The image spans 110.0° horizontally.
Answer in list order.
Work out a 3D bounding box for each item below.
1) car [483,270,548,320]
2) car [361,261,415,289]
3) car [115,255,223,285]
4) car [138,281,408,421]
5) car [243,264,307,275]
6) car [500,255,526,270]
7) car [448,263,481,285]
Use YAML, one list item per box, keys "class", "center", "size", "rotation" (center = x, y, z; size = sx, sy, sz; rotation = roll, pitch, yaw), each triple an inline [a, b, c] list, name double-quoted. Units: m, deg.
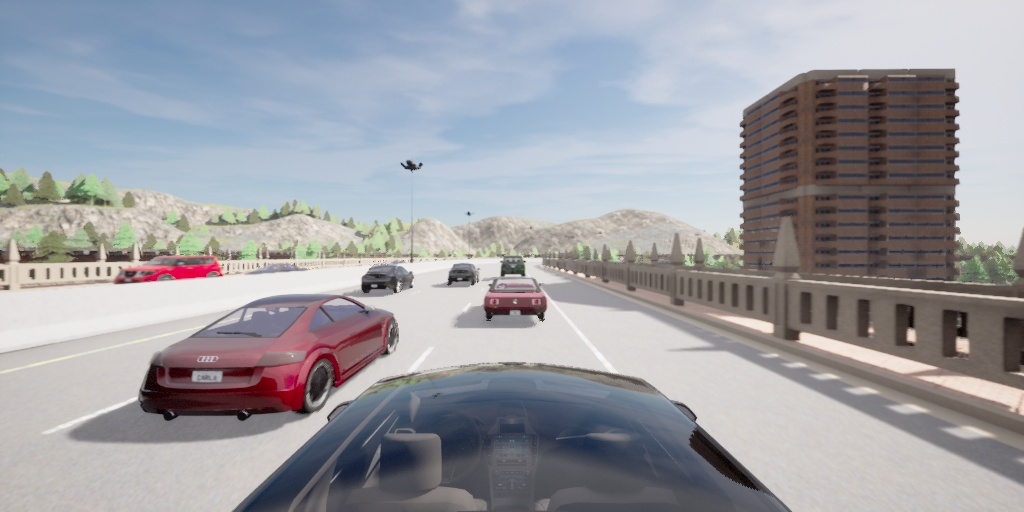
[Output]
- class: "car"
  center: [0.098, 1.350, 12.547]
  size: [1.895, 1.301, 4.718]
  rotation: [0, 0, 0]
- class: "car"
  center: [-6.905, 1.252, 20.383]
  size: [1.837, 1.490, 4.892]
  rotation: [0, 0, 0]
- class: "car"
  center: [-21.097, 0.968, 22.468]
  size: [2.150, 2.045, 5.566]
  rotation: [0, 0, 0]
- class: "car"
  center: [-3.401, 1.313, 6.006]
  size: [1.994, 1.385, 4.181]
  rotation: [0, 0, 0]
- class: "car"
  center: [-17.584, 1.294, 26.983]
  size: [2.033, 1.411, 5.357]
  rotation: [0, 0, 0]
- class: "car"
  center: [0.093, 0.968, 32.299]
  size: [2.150, 2.045, 5.566]
  rotation: [0, 0, 0]
- class: "car"
  center: [-3.407, 1.252, 25.812]
  size: [1.837, 1.490, 4.892]
  rotation: [0, 0, 0]
